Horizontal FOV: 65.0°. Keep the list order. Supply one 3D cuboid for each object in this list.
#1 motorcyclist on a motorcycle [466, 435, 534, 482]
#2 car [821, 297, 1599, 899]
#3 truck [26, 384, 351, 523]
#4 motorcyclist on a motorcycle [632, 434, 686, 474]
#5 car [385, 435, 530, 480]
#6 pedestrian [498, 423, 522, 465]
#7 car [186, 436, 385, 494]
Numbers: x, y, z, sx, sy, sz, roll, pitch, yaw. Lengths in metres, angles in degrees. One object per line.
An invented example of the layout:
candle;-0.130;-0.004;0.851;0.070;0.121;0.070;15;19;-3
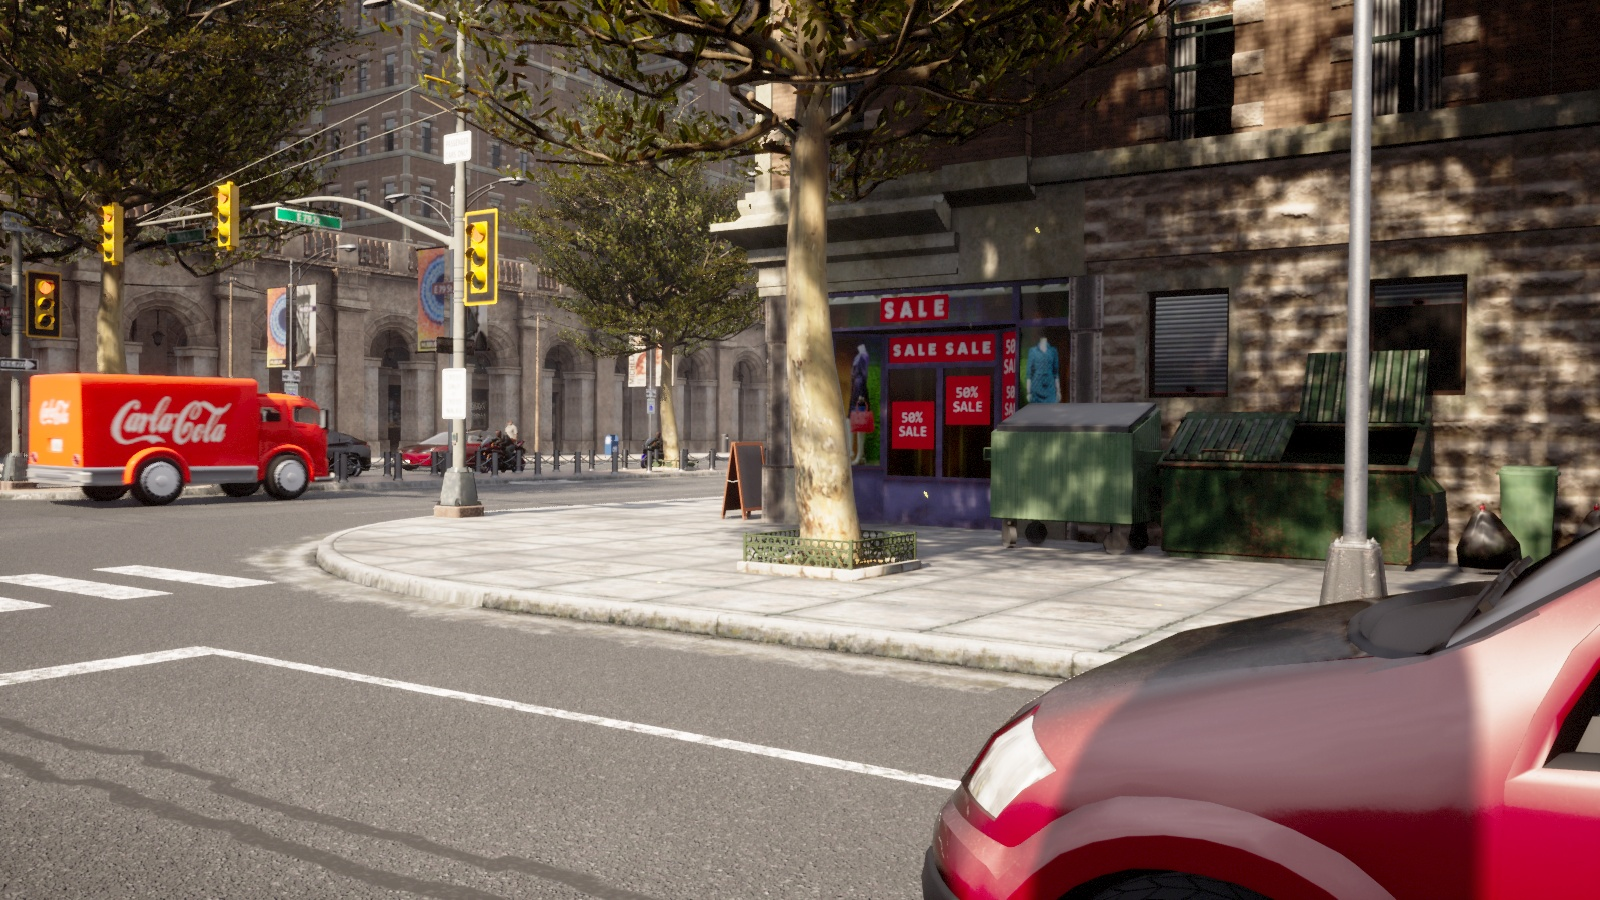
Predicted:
motorcyclist on a motorcycle;-10.093;0.280;42.330;0.866;1.530;2.191;0;1;34
car;2.221;0.580;2.146;3.988;1.617;1.851;0;1;34
truck;-12.069;0.011;25.124;2.627;2.467;5.204;0;1;38
motorcyclist on a motorcycle;-5.495;0.145;49.164;0.866;1.530;2.191;0;1;34
car;-12.283;0.223;45.345;2.163;1.488;4.792;0;1;34
pedestrian;-13.702;-0.299;59.377;0.659;1.952;0.873;0;1;35
car;-14.508;0.375;35.676;2.163;1.488;4.792;0;1;35
